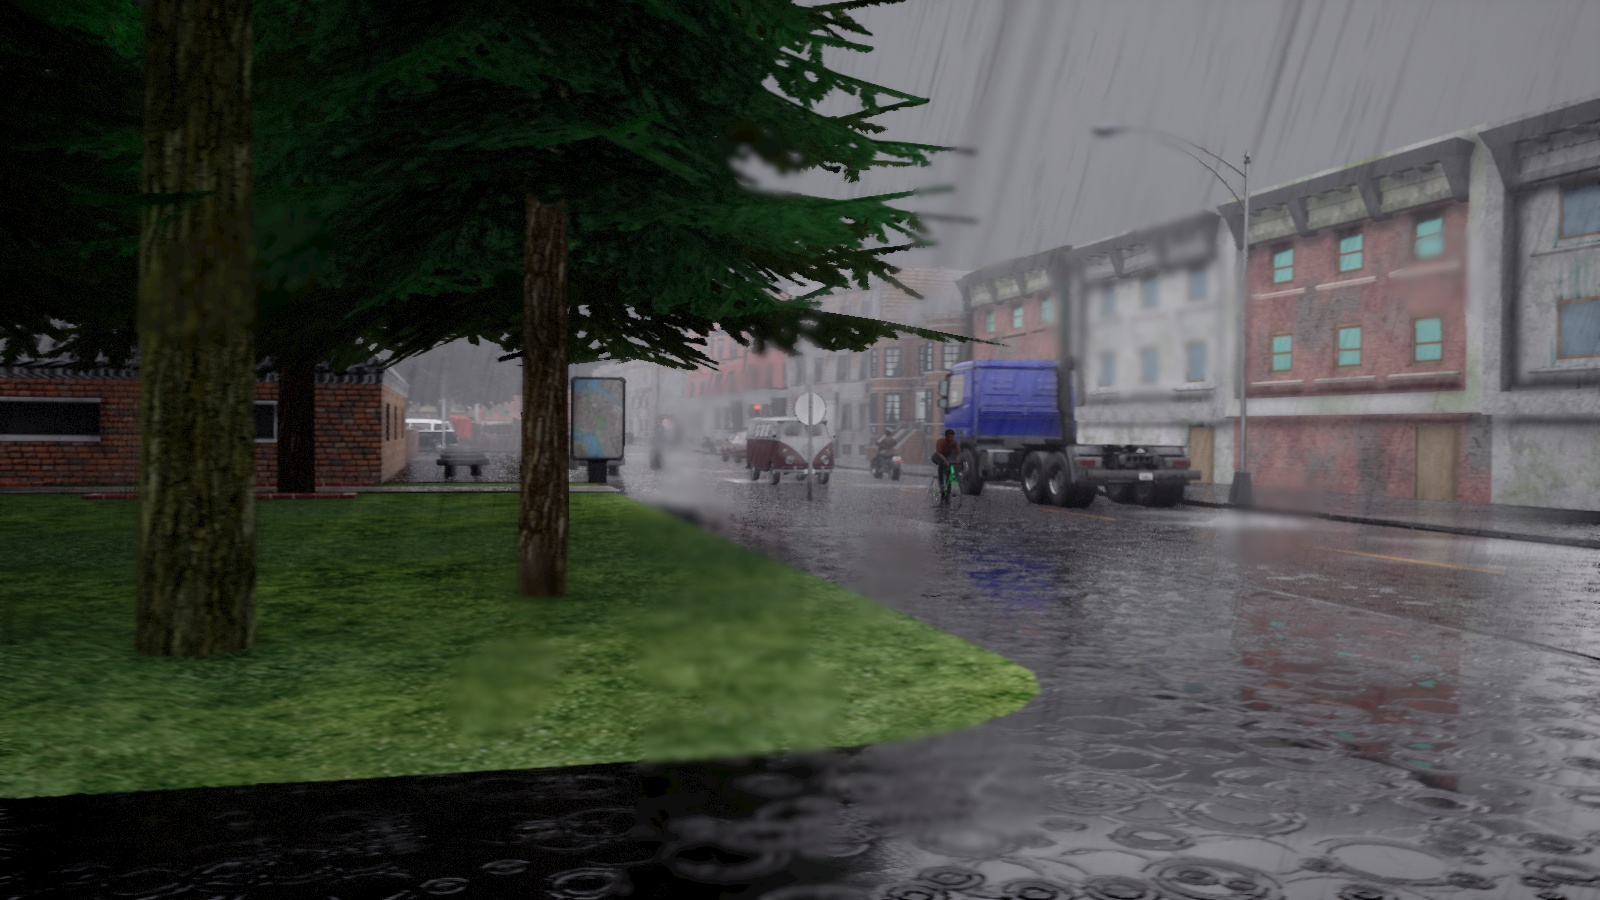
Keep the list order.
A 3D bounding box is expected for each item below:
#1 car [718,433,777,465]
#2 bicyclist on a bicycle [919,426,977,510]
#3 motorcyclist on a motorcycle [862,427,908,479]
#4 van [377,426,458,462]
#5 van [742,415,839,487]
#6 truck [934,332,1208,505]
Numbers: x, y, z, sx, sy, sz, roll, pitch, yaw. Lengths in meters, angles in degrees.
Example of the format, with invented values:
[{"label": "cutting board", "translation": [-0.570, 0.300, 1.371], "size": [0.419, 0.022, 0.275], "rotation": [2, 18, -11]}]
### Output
[{"label": "car", "translation": [-2.586, -0.066, 60.809], "size": [1.812, 1.442, 4.674], "rotation": [-1, 1, -15]}, {"label": "bicyclist on a bicycle", "translation": [2.949, 0.338, 25.165], "size": [0.582, 1.620, 1.656], "rotation": [-1, 1, -15]}, {"label": "motorcyclist on a motorcycle", "translation": [2.767, 0.096, 41.124], "size": [0.766, 1.649, 2.350], "rotation": [-1, 1, -15]}, {"label": "van", "translation": [-22.537, -0.348, 74.145], "size": [4.480, 2.038, 2.069], "rotation": [-1, 1, -14]}, {"label": "van", "translation": [-0.350, -0.009, 37.323], "size": [1.775, 1.987, 4.442], "rotation": [-1, 1, -15]}, {"label": "truck", "translation": [5.954, -0.693, 29.310], "size": [2.891, 3.462, 7.936], "rotation": [-1, 1, -15]}]
